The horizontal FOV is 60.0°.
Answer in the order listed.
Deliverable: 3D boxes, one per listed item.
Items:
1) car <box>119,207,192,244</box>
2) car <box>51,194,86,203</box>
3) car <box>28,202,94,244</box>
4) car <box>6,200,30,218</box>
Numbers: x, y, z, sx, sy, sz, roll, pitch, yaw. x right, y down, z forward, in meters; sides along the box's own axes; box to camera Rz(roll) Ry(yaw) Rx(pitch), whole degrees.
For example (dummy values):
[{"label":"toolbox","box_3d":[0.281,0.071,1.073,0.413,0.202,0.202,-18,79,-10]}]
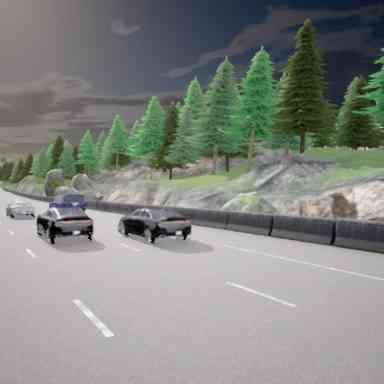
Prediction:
[{"label":"car","box_3d":[-1.886,1.475,15.786,2.128,1.511,4.902,0,0,-34]},{"label":"car","box_3d":[-11.144,1.177,29.755,2.150,2.045,5.566,0,0,-34]},{"label":"car","box_3d":[-6.173,1.466,15.917,2.128,1.511,4.902,0,0,-34]},{"label":"car","box_3d":[-15.292,1.473,29.654,1.812,1.442,4.674,0,0,-34]}]
